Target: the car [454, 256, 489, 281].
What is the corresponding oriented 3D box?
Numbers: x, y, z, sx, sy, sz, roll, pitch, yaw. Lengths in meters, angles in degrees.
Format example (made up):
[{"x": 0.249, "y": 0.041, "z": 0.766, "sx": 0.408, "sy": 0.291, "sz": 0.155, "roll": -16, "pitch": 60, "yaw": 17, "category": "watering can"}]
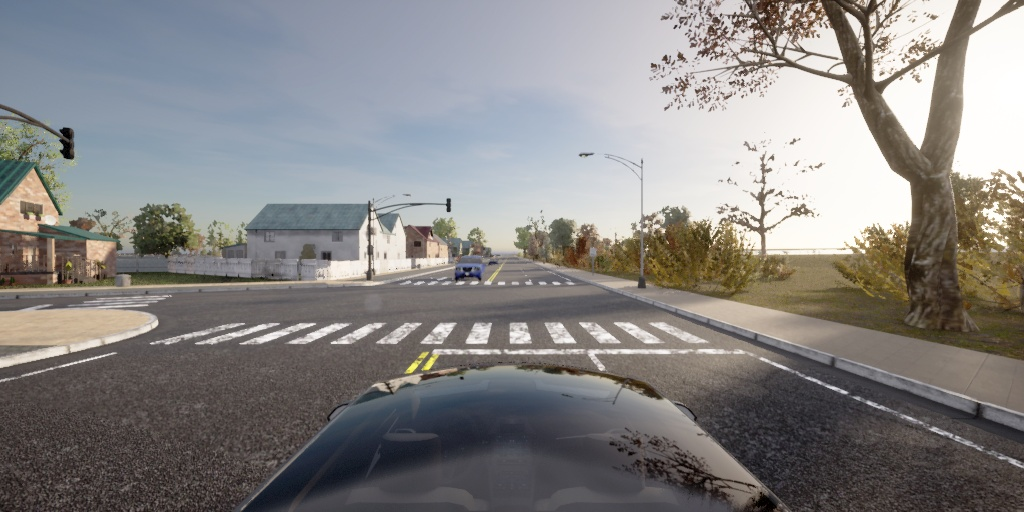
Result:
[{"x": -3.410, "y": 0.991, "z": 29.883, "sx": 2.150, "sy": 2.045, "sz": 5.566, "roll": 0, "pitch": 0, "yaw": 0, "category": "car"}]
